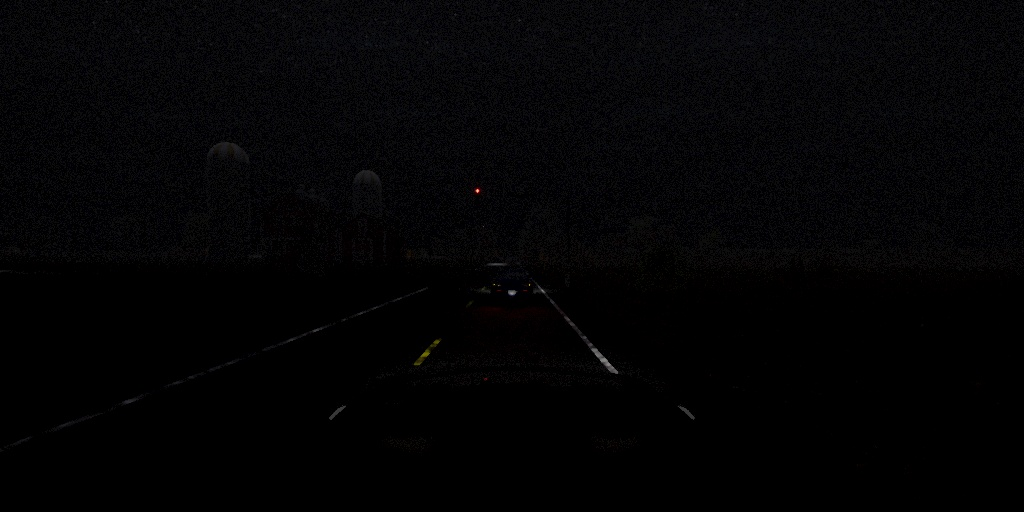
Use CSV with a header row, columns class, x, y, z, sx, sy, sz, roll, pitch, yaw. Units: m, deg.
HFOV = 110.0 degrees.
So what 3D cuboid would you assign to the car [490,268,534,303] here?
class,x,y,z,sx,sy,sz,roll,pitch,yaw
car,0.000,1.279,16.500,1.812,1.442,4.674,0,0,0
